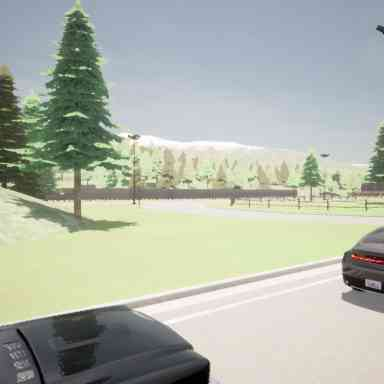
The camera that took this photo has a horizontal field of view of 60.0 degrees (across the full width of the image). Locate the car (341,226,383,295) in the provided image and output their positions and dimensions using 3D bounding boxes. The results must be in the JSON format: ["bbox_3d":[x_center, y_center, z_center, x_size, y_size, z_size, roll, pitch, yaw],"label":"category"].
[{"bbox_3d":[5.425,1.505,7.714,4.892,1.490,1.837,0,0,-35],"label":"car"}]

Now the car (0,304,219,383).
[{"bbox_3d":[-2.094,1.601,2.256,4.718,1.301,1.895,0,0,-35],"label":"car"}]
